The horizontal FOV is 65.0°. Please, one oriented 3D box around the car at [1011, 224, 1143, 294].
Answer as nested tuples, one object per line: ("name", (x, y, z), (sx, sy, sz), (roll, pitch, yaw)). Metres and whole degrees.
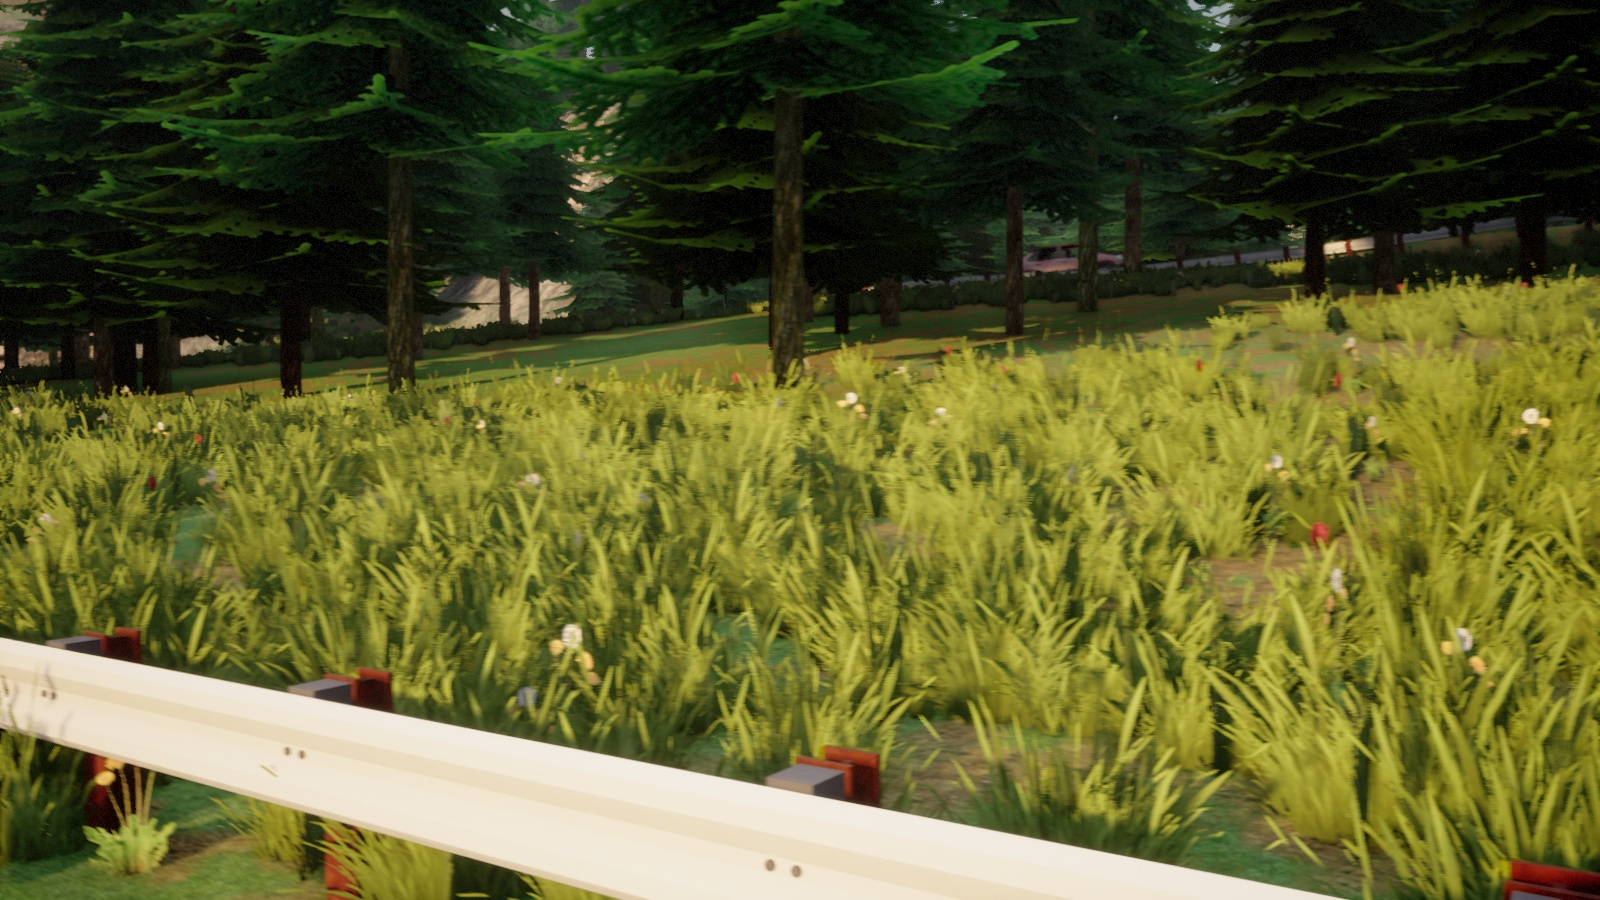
("car", (9.556, -6.555, 43.352), (3.988, 1.617, 1.851), (-5, -1, 29))
